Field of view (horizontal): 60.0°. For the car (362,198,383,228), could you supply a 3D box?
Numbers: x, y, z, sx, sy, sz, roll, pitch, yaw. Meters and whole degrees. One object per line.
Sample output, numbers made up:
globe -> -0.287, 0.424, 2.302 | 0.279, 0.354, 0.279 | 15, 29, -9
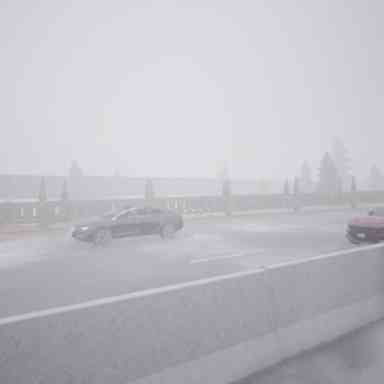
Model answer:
car -> 12.021, 1.023, 18.006 | 5.357, 1.411, 2.033 | -2, 1, -23

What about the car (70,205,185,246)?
car -> -2.682, 1.329, 14.396 | 4.902, 1.511, 2.128 | -2, 1, -31

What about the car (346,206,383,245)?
car -> 7.908, 1.123, 12.228 | 5.008, 1.535, 1.882 | -2, 1, -26
